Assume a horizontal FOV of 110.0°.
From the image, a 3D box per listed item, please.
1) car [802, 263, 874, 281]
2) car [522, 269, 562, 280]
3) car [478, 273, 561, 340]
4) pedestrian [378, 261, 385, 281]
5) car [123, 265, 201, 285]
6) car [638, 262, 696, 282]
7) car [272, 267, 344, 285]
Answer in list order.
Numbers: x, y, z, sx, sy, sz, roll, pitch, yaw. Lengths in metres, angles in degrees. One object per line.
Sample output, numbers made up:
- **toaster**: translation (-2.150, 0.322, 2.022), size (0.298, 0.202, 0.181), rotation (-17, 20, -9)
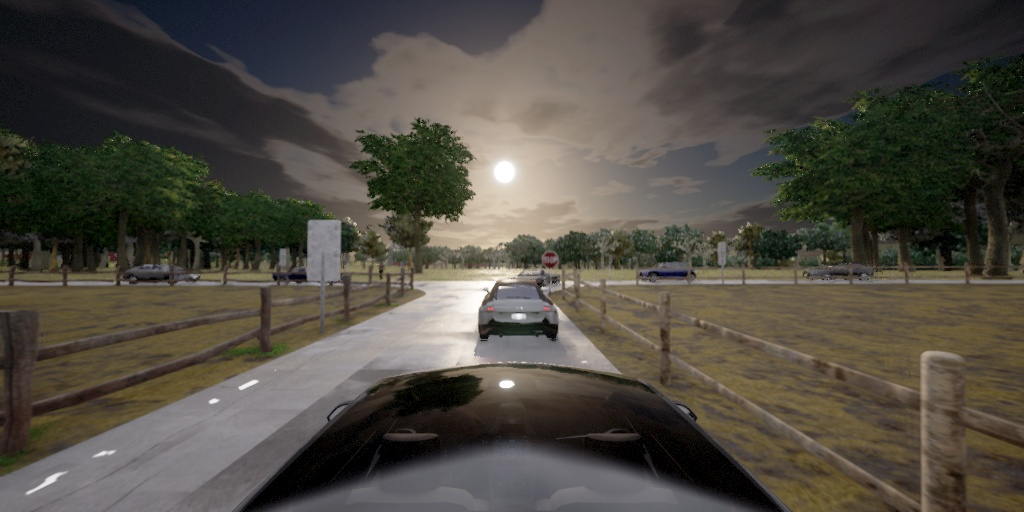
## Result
- **car**: translation (27.121, 1.342, 29.989), size (4.892, 1.490, 1.837), rotation (0, -2, 4)
- **car**: translation (1.745, 1.486, 23.414), size (1.895, 1.301, 4.718), rotation (-1, 0, 24)
- **car**: translation (0.105, 1.364, 10.194), size (1.994, 1.385, 4.181), rotation (0, 0, -1)
- **pedestrian**: translation (-12.169, 1.361, 33.378), size (0.375, 1.860, 0.375), rotation (0, -2, 0)
- **car**: translation (-26.581, 1.398, 27.376), size (4.902, 1.511, 2.128), rotation (0, -2, 0)
- **car**: translation (12.912, 1.269, 30.297), size (4.553, 1.767, 2.097), rotation (0, -2, -1)
- **car**: translation (-15.400, 1.511, 27.358), size (4.718, 1.301, 1.895), rotation (0, -2, 1)
